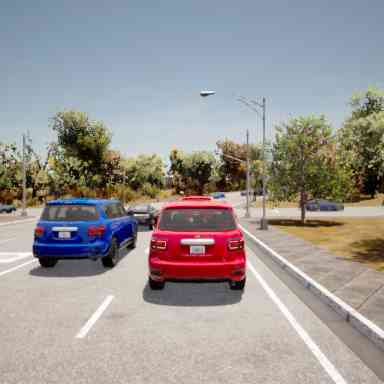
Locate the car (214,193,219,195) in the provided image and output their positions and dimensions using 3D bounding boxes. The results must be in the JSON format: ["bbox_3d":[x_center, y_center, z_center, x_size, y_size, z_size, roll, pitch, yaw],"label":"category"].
[{"bbox_3d":[0.281,1.260,19.603,2.150,2.045,5.566,0,0,1],"label":"car"}]

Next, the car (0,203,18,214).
[{"bbox_3d":[-22.992,1.815,38.057,5.357,1.411,2.033,-2,0,3],"label":"car"}]

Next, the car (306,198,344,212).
[{"bbox_3d":[15.736,1.615,39.419,4.181,1.385,1.994,-1,0,4],"label":"car"}]

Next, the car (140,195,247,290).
[{"bbox_3d":[0.129,1.230,9.235,2.150,2.045,5.566,0,0,0],"label":"car"}]

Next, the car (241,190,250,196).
[{"bbox_3d":[14.251,0.262,86.364,2.128,1.511,4.902,0,3,33],"label":"car"}]

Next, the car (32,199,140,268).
[{"bbox_3d":[-3.353,1.235,11.514,2.150,2.045,5.566,0,0,1],"label":"car"}]

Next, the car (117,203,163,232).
[{"bbox_3d":[-3.168,1.536,21.367,2.128,1.511,4.902,0,0,1],"label":"car"}]

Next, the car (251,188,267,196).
[{"bbox_3d":[17.566,-0.079,85.080,2.150,2.045,5.566,0,3,33],"label":"car"}]

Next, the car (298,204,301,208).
[{"bbox_3d":[16.264,1.562,42.894,4.892,1.490,1.837,-1,0,3],"label":"car"}]

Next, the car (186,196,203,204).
[{"bbox_3d":[0.562,1.525,65.582,1.994,1.385,4.181,0,2,19],"label":"car"}]

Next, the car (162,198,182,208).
[{"bbox_3d":[-3.143,1.667,52.575,1.812,1.442,4.674,0,0,14],"label":"car"}]

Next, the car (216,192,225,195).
[{"bbox_3d":[6.302,0.818,79.201,1.882,1.535,5.008,0,3,26],"label":"car"}]
